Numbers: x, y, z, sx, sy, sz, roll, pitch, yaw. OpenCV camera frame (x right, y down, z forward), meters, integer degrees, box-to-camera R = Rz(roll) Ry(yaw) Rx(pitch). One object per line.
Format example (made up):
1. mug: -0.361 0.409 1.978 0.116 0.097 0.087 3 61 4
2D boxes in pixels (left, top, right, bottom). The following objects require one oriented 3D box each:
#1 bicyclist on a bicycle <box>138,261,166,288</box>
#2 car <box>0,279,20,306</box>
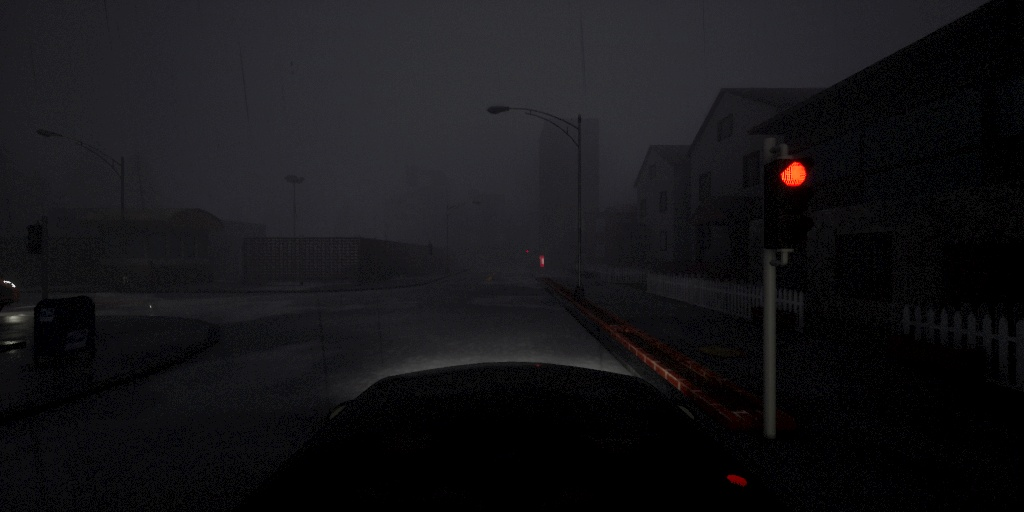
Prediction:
1. bicyclist on a bicycle: -21.746 1.099 21.692 0.582 1.620 1.656 0 0 0
2. car: -21.594 1.102 13.299 4.553 1.767 2.097 0 0 0
